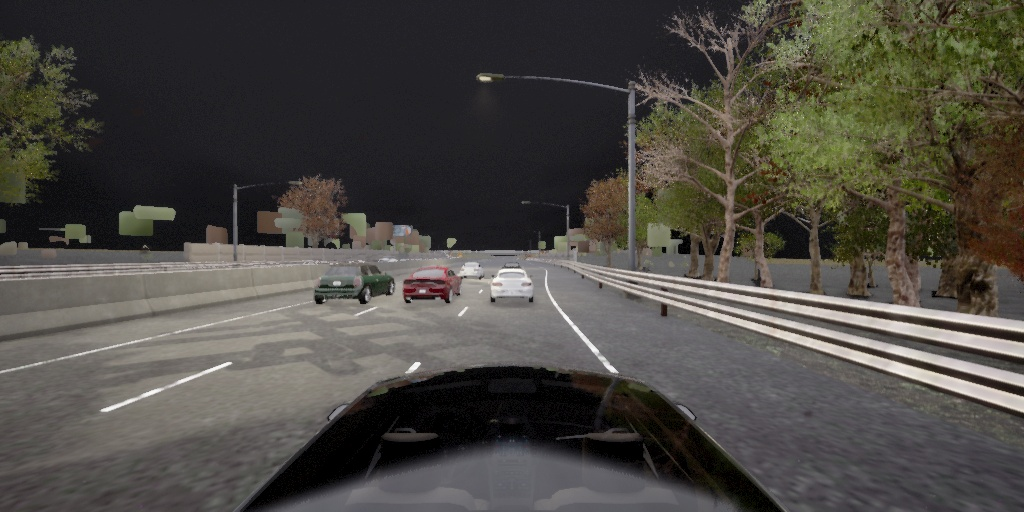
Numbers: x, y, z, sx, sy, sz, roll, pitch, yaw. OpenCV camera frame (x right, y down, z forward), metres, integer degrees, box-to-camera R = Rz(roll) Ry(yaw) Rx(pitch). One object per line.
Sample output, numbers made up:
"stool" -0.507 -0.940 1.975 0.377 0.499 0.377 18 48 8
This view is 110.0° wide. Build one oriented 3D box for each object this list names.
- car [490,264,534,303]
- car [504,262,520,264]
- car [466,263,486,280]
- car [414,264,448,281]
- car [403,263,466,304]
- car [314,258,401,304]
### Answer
"car" 0.000 1.283 16.501 1.812 1.442 4.674 0 0 0
"car" 0.000 1.276 31.501 1.837 1.490 4.892 0 0 0
"car" -3.500 1.292 31.501 1.812 1.442 4.674 0 0 0
"car" -7.000 1.375 31.531 1.895 1.301 4.718 0 0 0
"car" -3.500 1.235 16.501 1.882 1.535 5.008 0 0 0
"car" -7.000 1.116 16.471 2.097 1.767 4.553 0 0 0
